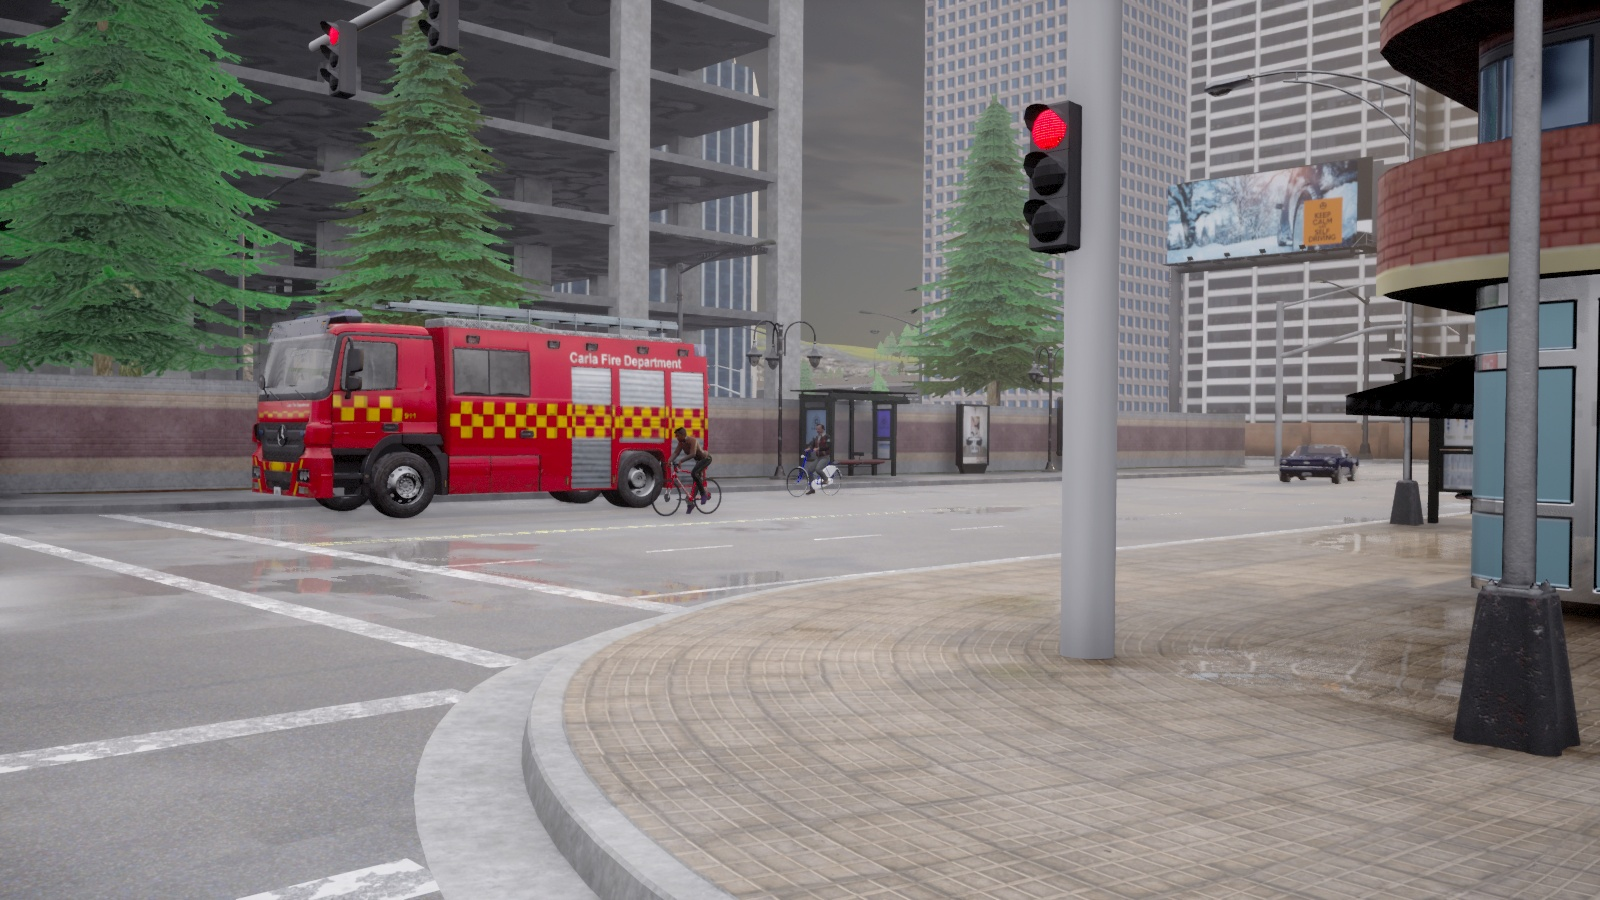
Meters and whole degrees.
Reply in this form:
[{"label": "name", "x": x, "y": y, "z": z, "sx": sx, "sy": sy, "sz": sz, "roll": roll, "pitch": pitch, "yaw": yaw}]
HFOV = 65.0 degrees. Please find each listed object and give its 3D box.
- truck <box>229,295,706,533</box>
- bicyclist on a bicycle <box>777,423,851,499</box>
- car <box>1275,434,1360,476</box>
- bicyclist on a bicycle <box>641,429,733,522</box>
[{"label": "truck", "x": -6.031, "y": -0.653, "z": 24.140, "sx": 8.468, "sy": 3.827, "sz": 2.891, "roll": -1, "pitch": 1, "yaw": -44}, {"label": "bicyclist on a bicycle", "x": 0.346, "y": 0.242, "z": 30.206, "sx": 1.843, "sy": 1.776, "sz": 0.659, "roll": -1, "pitch": 1, "yaw": -44}, {"label": "car", "x": 17.729, "y": 0.141, "z": 42.881, "sx": 1.895, "sy": 1.301, "sz": 4.718, "roll": 0, "pitch": 1, "yaw": 32}, {"label": "bicyclist on a bicycle", "x": -2.060, "y": 0.443, "z": 23.091, "sx": 1.656, "sy": 1.620, "sz": 0.582, "roll": -2, "pitch": 1, "yaw": -44}]
